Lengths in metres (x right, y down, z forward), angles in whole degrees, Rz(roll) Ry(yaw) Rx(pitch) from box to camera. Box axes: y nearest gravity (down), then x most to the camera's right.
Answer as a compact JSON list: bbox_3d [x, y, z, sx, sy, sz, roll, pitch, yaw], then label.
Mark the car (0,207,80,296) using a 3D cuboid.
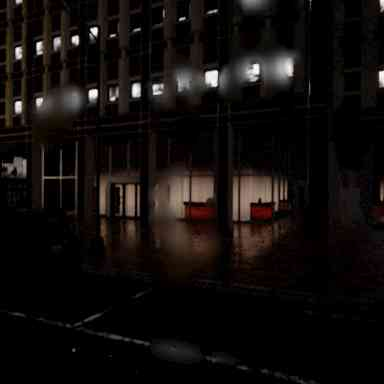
[{"bbox_3d":[-5.120,1.319,8.338,5.009,1.841,2.192,0,1,25],"label":"car"}]
